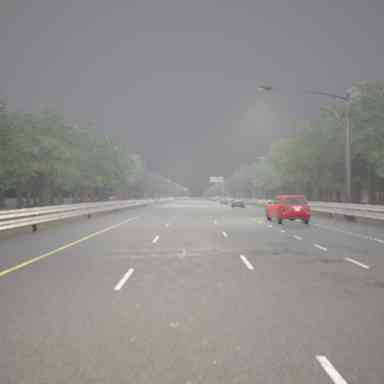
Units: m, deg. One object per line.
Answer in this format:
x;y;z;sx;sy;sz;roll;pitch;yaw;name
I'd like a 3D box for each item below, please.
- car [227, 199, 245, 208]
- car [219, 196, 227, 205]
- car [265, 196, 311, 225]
7.158;1.872;53.267;1.812;1.442;4.674;0;-1;0;car
7.328;2.185;76.968;2.128;1.511;4.902;0;-1;1;car
7.035;1.291;24.829;2.150;2.045;5.566;0;0;0;car
